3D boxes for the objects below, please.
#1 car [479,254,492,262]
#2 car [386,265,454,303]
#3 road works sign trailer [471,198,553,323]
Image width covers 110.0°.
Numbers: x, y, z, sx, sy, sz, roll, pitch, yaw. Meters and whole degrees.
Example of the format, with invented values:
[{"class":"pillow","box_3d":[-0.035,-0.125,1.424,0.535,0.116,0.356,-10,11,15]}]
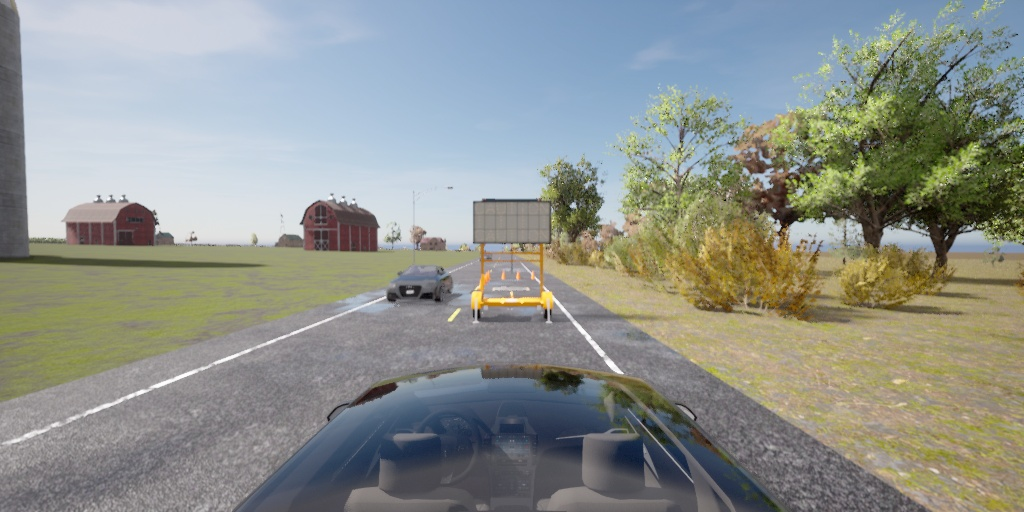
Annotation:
[{"class":"car","box_3d":[-4.102,0.170,56.297,2.128,1.511,4.902,0,1,-1]},{"class":"car","box_3d":[-3.638,1.056,14.770,1.994,1.385,4.181,0,1,0]},{"class":"road works sign trailer","box_3d":[0.000,0.027,11.198,2.380,3.560,2.880,0,0,0]}]
